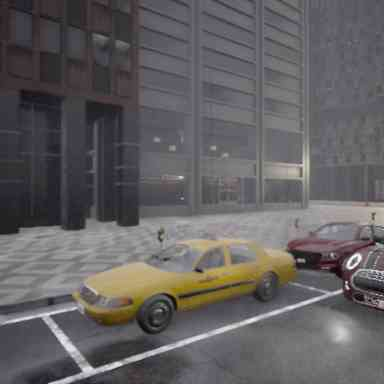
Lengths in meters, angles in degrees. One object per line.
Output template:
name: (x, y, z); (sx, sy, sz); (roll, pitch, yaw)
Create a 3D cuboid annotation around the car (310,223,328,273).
car: (4.738, 1.577, 10.178); (4.507, 1.381, 1.887); (0, 0, -36)

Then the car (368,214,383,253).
car: (9.188, 1.577, 13.453); (4.507, 1.381, 1.887); (0, 0, -36)

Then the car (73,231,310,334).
car: (0.151, 1.557, 6.803); (4.829, 1.417, 1.752); (0, 0, -36)

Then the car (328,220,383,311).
car: (5.188, 1.369, 7.068); (4.553, 1.767, 2.097); (0, 0, -36)
